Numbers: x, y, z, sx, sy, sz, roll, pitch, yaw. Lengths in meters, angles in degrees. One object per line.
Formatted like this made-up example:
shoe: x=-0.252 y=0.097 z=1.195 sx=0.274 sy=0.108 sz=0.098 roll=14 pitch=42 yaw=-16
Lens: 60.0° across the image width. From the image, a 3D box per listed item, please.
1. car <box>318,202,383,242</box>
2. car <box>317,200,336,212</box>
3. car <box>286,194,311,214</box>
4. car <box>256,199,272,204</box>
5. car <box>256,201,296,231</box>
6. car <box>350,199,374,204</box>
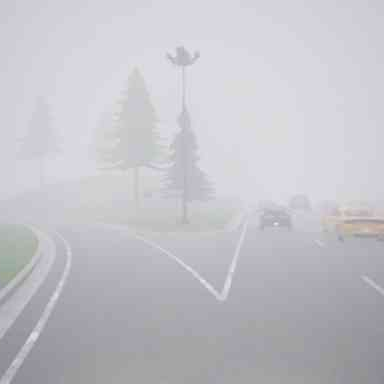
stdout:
car: x=7.918 y=1.489 z=16.641 sx=1.882 sy=1.535 sz=5.008 roll=0 pitch=0 yaw=11
car: x=15.465 y=1.608 z=37.569 sx=1.994 sy=1.385 sz=4.181 roll=0 pitch=0 yaw=11
car: x=11.793 y=1.291 z=36.997 sx=2.150 sy=2.045 sz=5.566 roll=0 pitch=0 yaw=11
car: x=8.492 y=1.605 z=38.367 sx=1.837 sy=1.490 sz=4.892 roll=0 pitch=0 yaw=11
car: x=5.213 y=1.556 z=21.145 sx=1.837 sy=1.490 sz=4.892 roll=0 pitch=0 yaw=11
car: x=19.100 y=1.496 z=37.934 sx=1.882 sy=1.535 sz=5.008 roll=0 pitch=0 yaw=11
